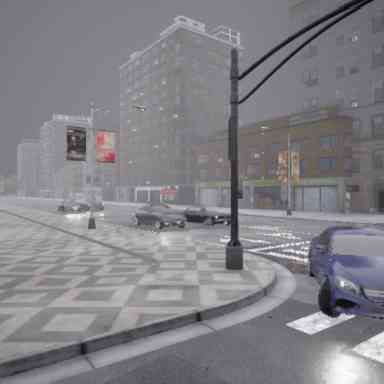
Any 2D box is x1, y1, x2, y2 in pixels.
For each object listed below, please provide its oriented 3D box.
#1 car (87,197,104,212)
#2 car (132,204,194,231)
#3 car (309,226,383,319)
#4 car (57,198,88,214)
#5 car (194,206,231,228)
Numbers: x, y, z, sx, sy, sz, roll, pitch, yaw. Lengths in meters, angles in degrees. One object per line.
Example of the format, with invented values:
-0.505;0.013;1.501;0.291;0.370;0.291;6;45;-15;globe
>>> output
-12.584;1.490;41.424;2.097;1.767;4.553;0;0;-36;car
-2.215;1.574;21.615;1.837;1.490;4.892;0;-1;-36;car
3.700;1.529;7.329;1.812;1.442;4.674;1;0;14;car
-13.892;1.625;37.681;2.128;1.511;4.902;0;0;-36;car
0.851;1.665;22.924;1.895;1.301;4.718;0;0;-36;car
